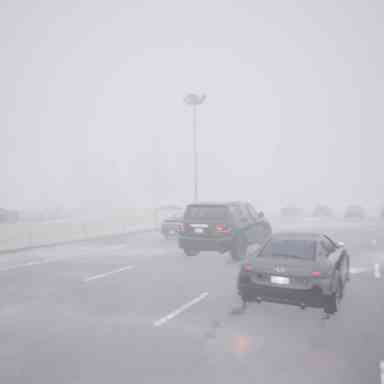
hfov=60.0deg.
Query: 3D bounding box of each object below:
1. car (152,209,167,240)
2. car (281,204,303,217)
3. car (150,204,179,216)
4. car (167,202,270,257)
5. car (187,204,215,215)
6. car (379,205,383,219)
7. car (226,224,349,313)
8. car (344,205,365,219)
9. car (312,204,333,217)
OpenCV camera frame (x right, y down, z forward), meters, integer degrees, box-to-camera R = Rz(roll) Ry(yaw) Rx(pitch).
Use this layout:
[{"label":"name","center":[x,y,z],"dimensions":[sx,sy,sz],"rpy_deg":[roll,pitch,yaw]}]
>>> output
[{"label":"car","center":[0.158,1.772,18.285],"dimensions":[2.128,1.511,4.902],"rpy_deg":[-1,-1,28]},{"label":"car","center":[12.428,2.234,41.226],"dimensions":[1.882,1.535,5.008],"rpy_deg":[-1,-2,28]},{"label":"car","center":[-3.902,2.542,48.131],"dimensions":[1.837,1.490,4.892],"rpy_deg":[-1,-2,29]},{"label":"car","center":[1.498,1.396,13.380],"dimensions":[2.150,2.045,5.566],"rpy_deg":[-1,-1,28]},{"label":"car","center":[1.499,2.618,50.705],"dimensions":[2.033,1.411,5.357],"rpy_deg":[-1,-2,29]},{"label":"car","center":[21.373,1.909,35.698],"dimensions":[2.097,1.767,4.553],"rpy_deg":[-1,-2,28]},{"label":"car","center":[2.593,1.638,7.994],"dimensions":[1.994,1.385,4.181],"rpy_deg":[-1,-1,28]},{"label":"car","center":[17.650,2.140,36.138],"dimensions":[2.033,1.411,5.357],"rpy_deg":[-1,-2,28]},{"label":"car","center":[15.652,2.214,39.836],"dimensions":[1.837,1.490,4.892],"rpy_deg":[-1,-1,28]}]
